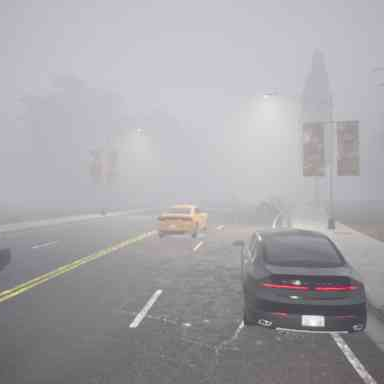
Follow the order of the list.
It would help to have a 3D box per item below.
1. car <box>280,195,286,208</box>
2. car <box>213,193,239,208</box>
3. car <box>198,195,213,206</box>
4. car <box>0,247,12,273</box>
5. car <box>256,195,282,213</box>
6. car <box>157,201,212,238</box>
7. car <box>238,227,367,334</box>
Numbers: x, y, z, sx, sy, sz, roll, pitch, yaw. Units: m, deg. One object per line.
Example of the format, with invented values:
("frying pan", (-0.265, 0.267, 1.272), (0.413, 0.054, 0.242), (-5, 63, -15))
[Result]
("car", (11.364, 1.194, 44.752), (2.097, 1.767, 4.553), (-1, 0, 21))
("car", (5.156, 1.122, 46.671), (2.150, 2.045, 5.566), (-1, 0, 20))
("car", (2.288, 1.280, 48.270), (2.097, 1.767, 4.553), (-1, 0, 20))
("car", (-5.809, 1.607, 6.398), (1.895, 1.301, 4.718), (0, 0, 7))
("car", (8.011, 1.400, 35.058), (1.812, 1.442, 4.674), (-1, 0, 20))
("car", (-0.368, 1.455, 17.838), (1.882, 1.535, 5.008), (0, 0, 12))
("car", (1.966, 1.499, 6.924), (1.837, 1.490, 4.892), (0, 0, 8))
